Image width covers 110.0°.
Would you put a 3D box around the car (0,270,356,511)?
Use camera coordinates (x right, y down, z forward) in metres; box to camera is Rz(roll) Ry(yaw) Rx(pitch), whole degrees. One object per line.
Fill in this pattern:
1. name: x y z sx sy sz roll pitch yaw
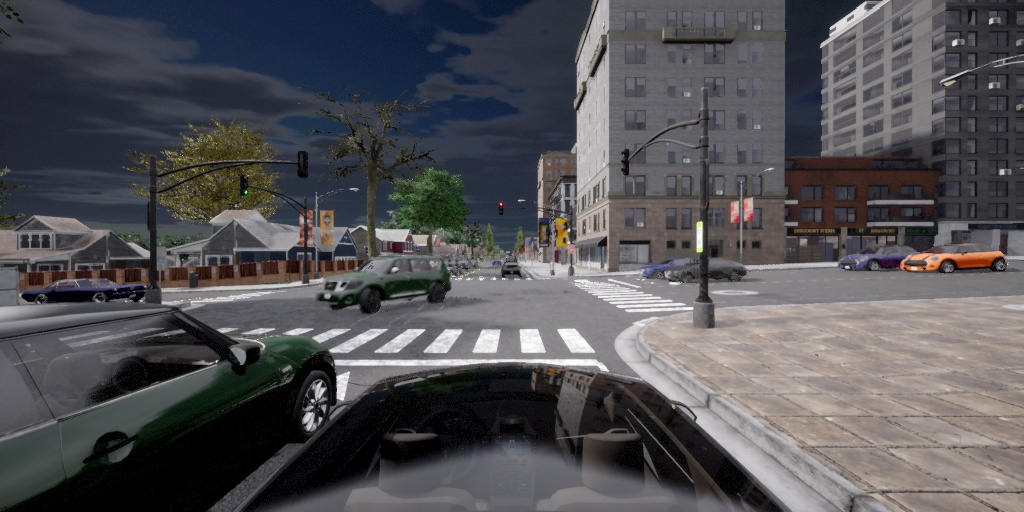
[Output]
1. car: -3.151 1.102 2.482 2.097 1.767 4.553 0 0 0

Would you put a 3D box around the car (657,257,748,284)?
1. car: 11.651 0.843 21.697 4.674 1.442 1.812 -2 0 -1

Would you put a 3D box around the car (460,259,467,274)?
1. car: -6.618 1.262 39.548 2.128 1.511 4.902 0 0 0

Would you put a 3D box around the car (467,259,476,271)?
1. car: -6.629 1.335 49.266 2.033 1.411 5.357 0 0 0

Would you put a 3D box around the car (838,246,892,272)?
1. car: 25.618 0.128 25.006 4.553 1.767 2.097 -2 0 0

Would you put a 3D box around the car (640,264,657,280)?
1. car: 11.356 0.844 24.995 4.674 1.442 1.812 -2 0 1

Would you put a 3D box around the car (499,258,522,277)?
1. car: -0.051 1.272 35.576 1.837 1.490 4.892 -1 0 -1

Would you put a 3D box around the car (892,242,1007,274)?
1. car: 26.628 0.097 21.761 4.553 1.767 2.097 -2 0 0

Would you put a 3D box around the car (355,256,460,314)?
1. car: -4.848 1.010 14.514 2.150 2.045 5.566 -1 -1 31

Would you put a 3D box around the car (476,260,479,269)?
1. car: -6.625 1.321 59.612 1.837 1.490 4.892 0 0 0

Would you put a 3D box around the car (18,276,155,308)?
1. car: -21.627 1.806 18.370 4.718 1.301 1.895 -2 0 0
